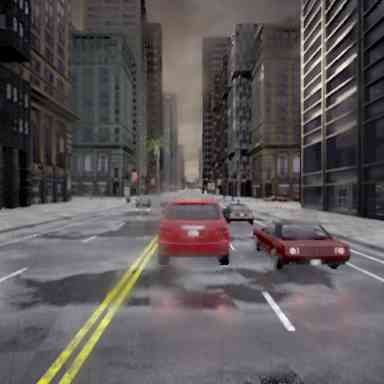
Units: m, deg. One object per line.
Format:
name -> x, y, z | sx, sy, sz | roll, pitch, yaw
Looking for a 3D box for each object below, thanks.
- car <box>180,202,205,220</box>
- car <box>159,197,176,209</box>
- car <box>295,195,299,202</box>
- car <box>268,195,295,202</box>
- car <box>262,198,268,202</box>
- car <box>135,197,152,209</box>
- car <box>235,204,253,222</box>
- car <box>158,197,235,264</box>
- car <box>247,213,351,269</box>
car -> 0.074, 1.570, 28.561 | 1.994, 1.385, 4.181 | 0, 0, 0
car -> -3.339, 1.469, 45.753 | 1.882, 1.535, 5.008 | 0, 0, 0
car -> 25.826, 1.611, 77.387 | 5.009, 1.841, 2.192 | 1, -1, 0
car -> 20.735, 1.771, 77.401 | 4.507, 1.381, 1.887 | 1, -1, 0
car -> 20.596, 1.762, 85.929 | 4.829, 1.417, 1.752 | 1, -1, 0
car -> -6.588, 1.497, 45.915 | 1.837, 1.490, 4.892 | 0, 0, 0
car -> 3.298, 1.554, 24.370 | 2.033, 1.411, 5.357 | 0, 0, 1
car -> 0.065, 1.227, 11.913 | 2.150, 2.045, 5.566 | 0, 0, 1
car -> 3.307, 1.604, 11.135 | 1.895, 1.301, 4.718 | 0, 0, 0
